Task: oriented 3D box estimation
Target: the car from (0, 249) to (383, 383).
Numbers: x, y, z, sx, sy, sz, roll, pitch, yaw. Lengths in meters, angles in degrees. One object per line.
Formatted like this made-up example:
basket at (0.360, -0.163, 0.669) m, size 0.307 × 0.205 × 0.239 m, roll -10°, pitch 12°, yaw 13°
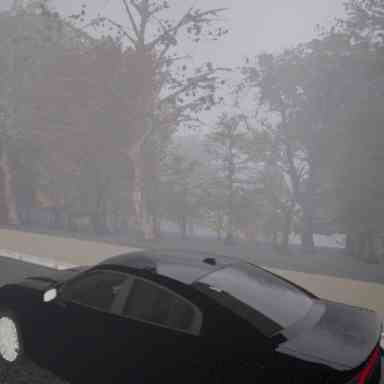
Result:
car at (-0.486, 1.461, 4.032) m, size 5.008 × 1.535 × 1.882 m, roll 1°, pitch 0°, yaw 35°
